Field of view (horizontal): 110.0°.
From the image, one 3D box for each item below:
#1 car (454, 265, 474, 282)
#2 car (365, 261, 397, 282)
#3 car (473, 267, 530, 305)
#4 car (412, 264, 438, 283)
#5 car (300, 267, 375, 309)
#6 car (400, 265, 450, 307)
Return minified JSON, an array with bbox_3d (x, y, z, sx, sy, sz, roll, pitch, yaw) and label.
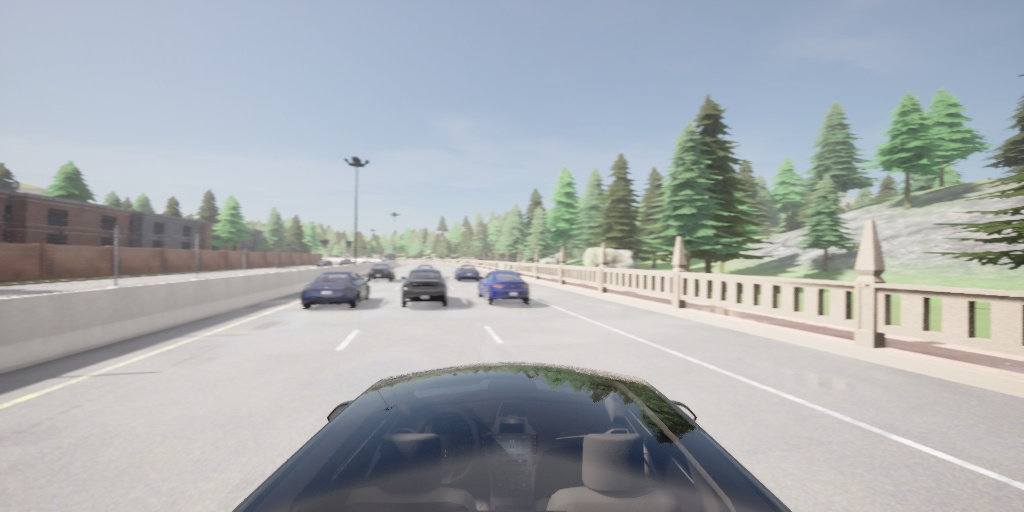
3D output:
[{"bbox_3d":[-3.959,1.476,31.303,1.994,1.385,4.181,1,0,-14],"label":"car"},{"bbox_3d":[-10.779,1.335,29.731,1.812,1.442,4.674,1,0,-13],"label":"car"},{"bbox_3d":[-0.467,1.379,16.795,1.812,1.442,4.674,1,0,-13],"label":"car"},{"bbox_3d":[-7.365,1.425,30.496,1.994,1.385,4.181,1,0,-13],"label":"car"},{"bbox_3d":[-7.252,1.314,15.087,1.994,1.385,4.181,1,0,-14],"label":"car"},{"bbox_3d":[-3.855,1.309,15.914,1.837,1.490,4.892,1,0,-13],"label":"car"}]
